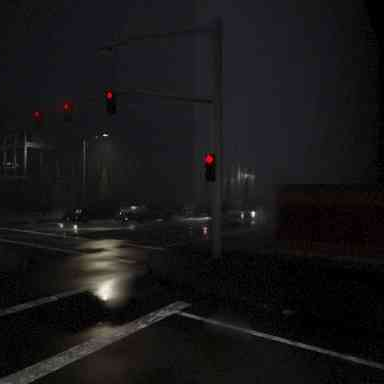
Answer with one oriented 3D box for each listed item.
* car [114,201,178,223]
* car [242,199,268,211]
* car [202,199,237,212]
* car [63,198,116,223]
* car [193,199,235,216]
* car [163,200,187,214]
[{"bbox_3d":[-3.479,1.656,25.975,1.895,1.301,4.718,0,0,36],"label":"car"},{"bbox_3d":[8.008,1.581,41.997,1.812,1.442,4.674,0,0,36],"label":"car"},{"bbox_3d":[3.529,1.603,41.776,2.033,1.411,5.357,0,0,35],"label":"car"},{"bbox_3d":[-7.744,1.407,26.025,2.097,1.767,4.553,0,0,36],"label":"car"},{"bbox_3d":[2.037,1.533,33.678,1.882,1.535,5.008,0,0,35],"label":"car"},{"bbox_3d":[-2.426,1.560,33.458,1.837,1.490,4.892,0,0,36],"label":"car"}]
